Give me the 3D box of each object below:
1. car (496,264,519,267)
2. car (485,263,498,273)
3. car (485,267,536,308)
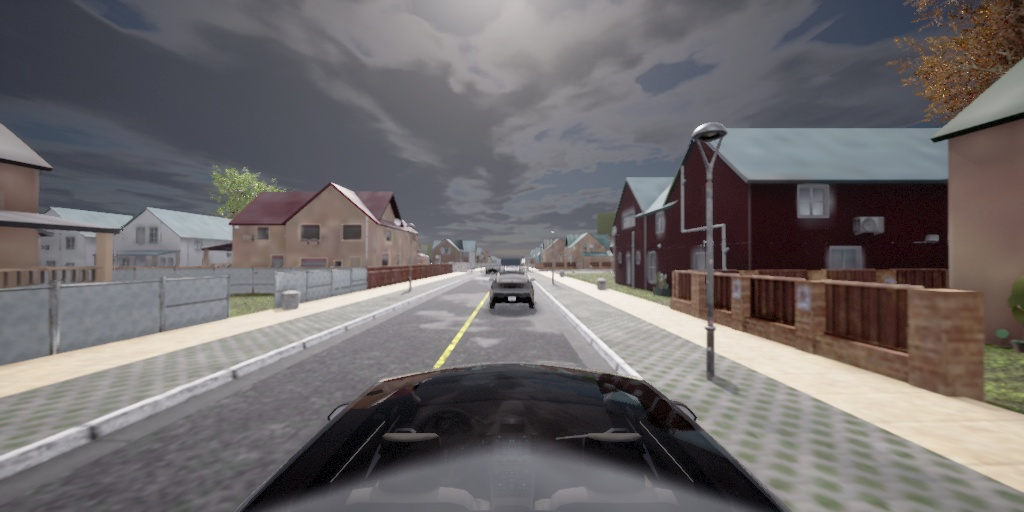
[{"bbox_3d":[0.002,1.590,31.158,2.128,1.511,4.902,0,-1,0],"label":"car"},{"bbox_3d":[-2.754,1.786,52.528,2.097,1.767,4.553,0,-1,0],"label":"car"},{"bbox_3d":[0.003,1.408,16.158,1.837,1.490,4.892,0,0,0],"label":"car"}]
